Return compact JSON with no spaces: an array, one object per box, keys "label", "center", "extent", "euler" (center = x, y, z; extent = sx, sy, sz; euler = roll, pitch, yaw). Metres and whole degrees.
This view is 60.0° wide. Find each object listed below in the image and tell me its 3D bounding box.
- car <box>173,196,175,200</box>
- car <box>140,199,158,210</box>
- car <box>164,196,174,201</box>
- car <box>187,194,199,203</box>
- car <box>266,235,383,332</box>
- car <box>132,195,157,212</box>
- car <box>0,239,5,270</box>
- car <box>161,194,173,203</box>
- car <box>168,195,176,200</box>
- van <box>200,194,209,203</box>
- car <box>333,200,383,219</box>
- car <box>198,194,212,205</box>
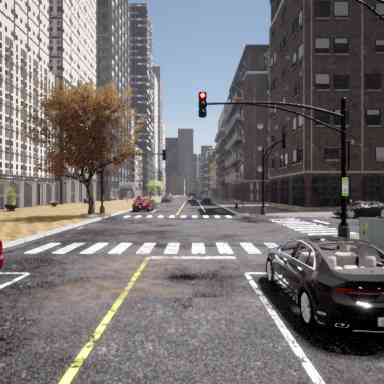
[{"label":"car","center":[-5.713,1.383,77.798],"extent":[2.192,1.841,5.009],"euler":[0,0,0]},{"label":"car","center":[-5.704,1.591,44.661],"extent":[1.947,1.339,4.313],"euler":[0,0,0]},{"label":"car","center":[-5.715,1.629,83.321],"extent":[2.008,1.369,4.403],"euler":[0,0,0]},{"label":"car","center":[-0.020,1.654,68.907],"extent":[1.895,1.301,4.718],"euler":[0,0,0]},{"label":"car","center":[2.688,1.551,6.752],"extent":[2.008,1.369,4.403],"euler":[0,0,0]},{"label":"car","center":[-5.702,1.335,39.138],"extent":[2.192,1.841,5.009],"euler":[0,0,0]},{"label":"car","center":[-5.692,1.545,6.750],"extent":[1.887,1.381,4.507],"euler":[0,0,0]},{"label":"car","center":[-5.712,1.624,72.276],"extent":[1.947,1.339,4.313],"euler":[0,0,0]},{"label":"car","center":[-5.718,1.651,94.367],"extent":[2.008,1.369,4.403],"euler":[0,0,0]},{"label":"van","center":[2.669,1.399,72.278],"extent":[1.690,1.788,3.998],"euler":[0,0,0]},{"label":"car","center":[13.419,1.349,26.161],"extent":[4.403,1.369,2.008],"euler":[-1,1,-1]},{"label":"car","center":[2.673,1.608,61.231],"extent":[1.947,1.339,4.313],"euler":[0,0,0]}]
